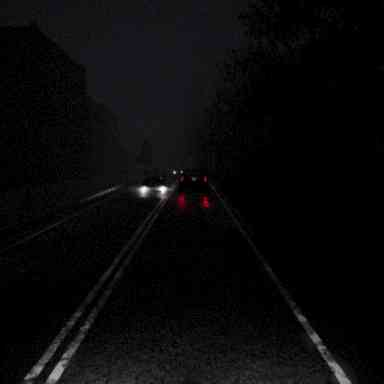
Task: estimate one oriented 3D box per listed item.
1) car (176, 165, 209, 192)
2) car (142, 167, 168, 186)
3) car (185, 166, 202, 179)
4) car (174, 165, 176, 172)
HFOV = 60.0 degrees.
[{"bbox_3d":[0.135,-1.030,24.502,2.097,1.767,4.553,0,6,0],"label":"car"},{"bbox_3d":[-3.276,-1.450,30.038,1.882,1.535,5.008,0,6,0],"label":"car"},{"bbox_3d":[0.222,-2.523,42.129,2.033,1.411,5.357,0,5,0],"label":"car"},{"bbox_3d":[-2.936,-5.127,71.665,1.812,1.442,4.674,0,5,0],"label":"car"}]
